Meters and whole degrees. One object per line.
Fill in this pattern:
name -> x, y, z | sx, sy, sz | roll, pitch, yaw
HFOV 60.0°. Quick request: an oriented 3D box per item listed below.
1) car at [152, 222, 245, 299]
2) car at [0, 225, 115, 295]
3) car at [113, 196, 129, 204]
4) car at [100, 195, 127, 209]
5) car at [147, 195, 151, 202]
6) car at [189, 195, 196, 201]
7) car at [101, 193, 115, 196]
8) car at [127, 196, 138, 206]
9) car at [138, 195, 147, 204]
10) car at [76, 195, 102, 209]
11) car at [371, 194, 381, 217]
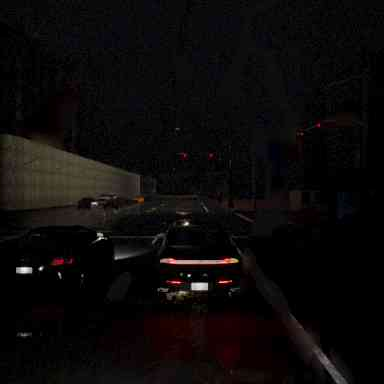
car -> 0.103, 1.492, 8.425 | 2.128, 1.511, 4.902 | 0, 0, -1
car -> -3.405, 1.564, 8.782 | 1.994, 1.385, 4.181 | 0, 0, 0
car -> -13.880, 1.547, 65.255 | 2.033, 1.411, 5.357 | 0, 0, 1
car -> -10.493, 1.526, 44.738 | 1.812, 1.442, 4.674 | 0, 0, 0
car -> -10.336, 1.473, 74.108 | 1.882, 1.535, 5.008 | 0, 0, 0
car -> 0.188, 1.525, 84.976 | 2.128, 1.511, 4.902 | 0, 0, 0
car -> -13.971, 1.221, 54.630 | 2.150, 2.045, 5.566 | 0, 0, 1
car -> -10.466, 1.601, 53.846 | 1.895, 1.301, 4.718 | 0, 0, 0
car -> -10.404, 1.478, 63.948 | 1.882, 1.535, 5.008 | 0, 0, 1
car -> -13.992, 1.505, 44.776 | 1.837, 1.490, 4.892 | 0, 0, 0
car -> 15.162, 1.222, 28.581 | 5.566, 2.045, 2.150 | 0, 0, 0
